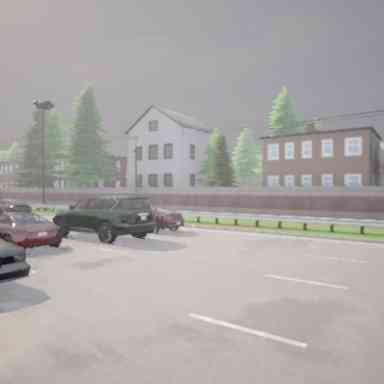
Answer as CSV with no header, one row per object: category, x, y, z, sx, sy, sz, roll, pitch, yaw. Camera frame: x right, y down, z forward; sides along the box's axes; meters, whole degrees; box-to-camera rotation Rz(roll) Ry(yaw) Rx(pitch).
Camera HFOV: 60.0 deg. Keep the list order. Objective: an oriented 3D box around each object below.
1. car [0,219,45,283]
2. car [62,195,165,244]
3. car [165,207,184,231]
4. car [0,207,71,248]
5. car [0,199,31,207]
car,-6.173,1.495,8.337,5.357,1.411,2.033,0,0,36
car,-4.211,1.157,15.561,5.566,2.045,2.150,1,0,36
car,-2.570,1.458,18.693,4.674,1.442,1.812,0,0,36
car,-7.069,1.492,13.310,4.181,1.385,1.994,0,0,36
car,-15.355,1.353,27.835,4.892,1.490,1.837,1,1,36
